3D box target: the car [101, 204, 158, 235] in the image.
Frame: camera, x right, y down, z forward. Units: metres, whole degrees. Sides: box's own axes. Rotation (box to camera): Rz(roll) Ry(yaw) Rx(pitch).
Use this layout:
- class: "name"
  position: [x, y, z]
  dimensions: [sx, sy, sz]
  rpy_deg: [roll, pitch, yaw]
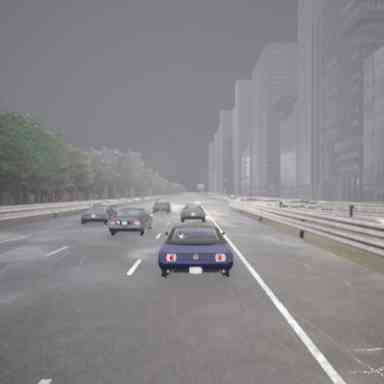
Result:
- class: "car"
  position: [-3.407, 1.628, 19.274]
  dimensions: [2.033, 1.411, 5.357]
  rpy_deg: [0, 0, 0]

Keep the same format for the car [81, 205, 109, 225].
- class: "car"
  position: [-6.909, 1.673, 25.318]
  dimensions: [1.994, 1.385, 4.181]
  rpy_deg: [0, 0, 0]

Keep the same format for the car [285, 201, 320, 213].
- class: "car"
  position: [13.379, 1.803, 40.936]
  dimensions: [2.033, 1.411, 5.357]
  rpy_deg: [0, 0, -17]

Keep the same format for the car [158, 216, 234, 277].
- class: "car"
  position: [0.095, 1.642, 10.359]
  dimensions: [1.895, 1.301, 4.718]
  rpy_deg: [0, 0, 0]

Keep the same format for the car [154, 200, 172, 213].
- class: "car"
  position: [-3.415, 1.662, 38.670]
  dimensions: [2.128, 1.511, 4.902]
  rpy_deg: [0, 0, 0]

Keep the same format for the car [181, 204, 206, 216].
- class: "car"
  position: [0.091, 1.681, 27.694]
  dimensions: [1.994, 1.385, 4.181]
  rpy_deg: [0, 0, 0]
